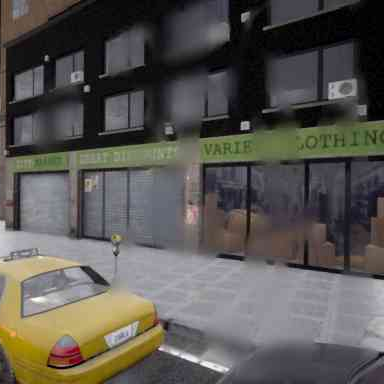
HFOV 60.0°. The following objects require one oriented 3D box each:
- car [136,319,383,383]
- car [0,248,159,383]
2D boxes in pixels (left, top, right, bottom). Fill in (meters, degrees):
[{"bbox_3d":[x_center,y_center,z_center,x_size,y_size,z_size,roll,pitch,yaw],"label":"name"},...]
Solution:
[{"bbox_3d":[2.040,1.551,1.630,4.403,1.369,2.008,0,1,36],"label":"car"},{"bbox_3d":[-2.642,1.524,4.977,4.829,1.417,1.752,0,1,36],"label":"car"}]
